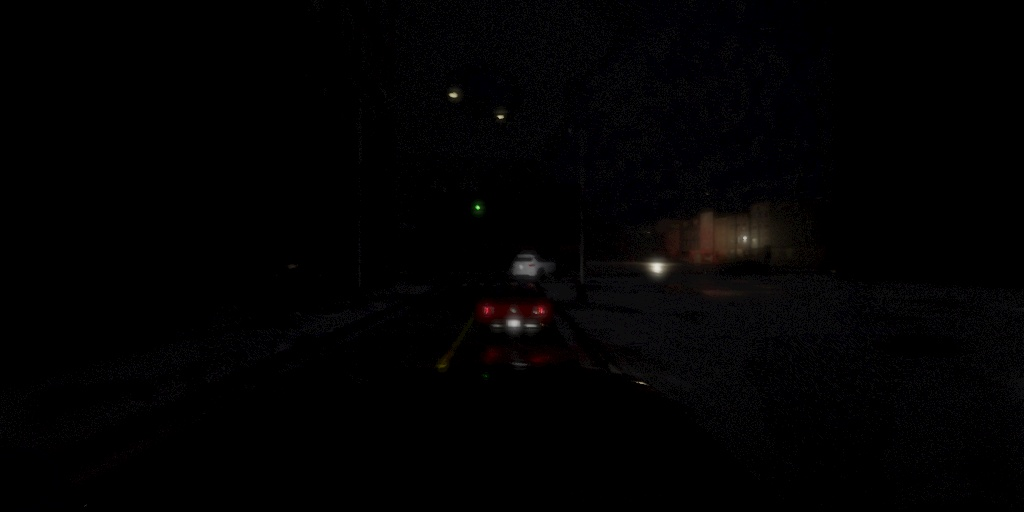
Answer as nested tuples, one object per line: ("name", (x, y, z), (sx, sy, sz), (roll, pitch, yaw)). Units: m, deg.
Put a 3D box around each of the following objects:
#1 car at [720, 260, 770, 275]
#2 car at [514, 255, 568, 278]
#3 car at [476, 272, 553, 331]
("car", (23.789, 1.138, 36.672), (4.902, 1.511, 2.128), (0, 0, -9))
("car", (2.467, 0.923, 29.654), (2.150, 2.045, 5.566), (-3, -1, 39))
("car", (0.075, 1.337, 10.865), (1.895, 1.301, 4.718), (0, 0, 0))
